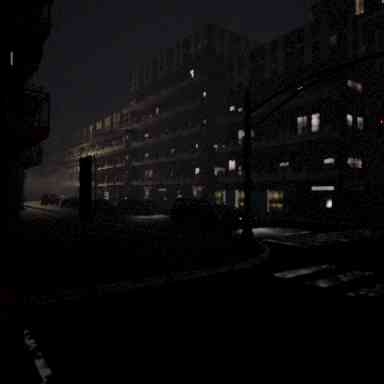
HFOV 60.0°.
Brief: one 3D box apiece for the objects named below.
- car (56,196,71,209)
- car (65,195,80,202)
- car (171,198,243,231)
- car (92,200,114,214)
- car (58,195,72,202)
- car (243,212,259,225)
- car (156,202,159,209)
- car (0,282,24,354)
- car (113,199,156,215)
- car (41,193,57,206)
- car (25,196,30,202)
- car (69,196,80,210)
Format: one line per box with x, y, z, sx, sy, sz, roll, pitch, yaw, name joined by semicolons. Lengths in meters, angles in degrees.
-16.071;1.512;44.117;1.947;1.339;4.313;1;0;-36;car
-25.897;1.396;71.970;1.967;1.590;4.097;0;0;-36;car
0.545;1.343;21.178;2.192;1.841;5.009;1;0;-36;car
-9.425;1.522;34.940;1.887;1.381;4.507;1;0;-36;car
-29.219;1.505;76.556;2.008;1.369;4.403;0;0;-36;car
2.152;1.589;23.366;2.033;1.411;5.357;0;0;-36;car
-5.961;1.595;44.445;1.802;1.307;4.206;1;0;-36;car
-4.454;1.514;3.384;4.829;1.417;1.752;0;0;-36;car
-6.059;1.477;34.709;1.882;1.535;5.008;0;0;-36;car
-22.714;1.237;53.292;2.192;1.841;5.009;1;0;-36;car
-36.008;1.485;71.641;1.802;1.307;4.206;0;0;-36;car
-12.748;1.528;39.529;1.947;1.339;4.313;1;0;-36;car
